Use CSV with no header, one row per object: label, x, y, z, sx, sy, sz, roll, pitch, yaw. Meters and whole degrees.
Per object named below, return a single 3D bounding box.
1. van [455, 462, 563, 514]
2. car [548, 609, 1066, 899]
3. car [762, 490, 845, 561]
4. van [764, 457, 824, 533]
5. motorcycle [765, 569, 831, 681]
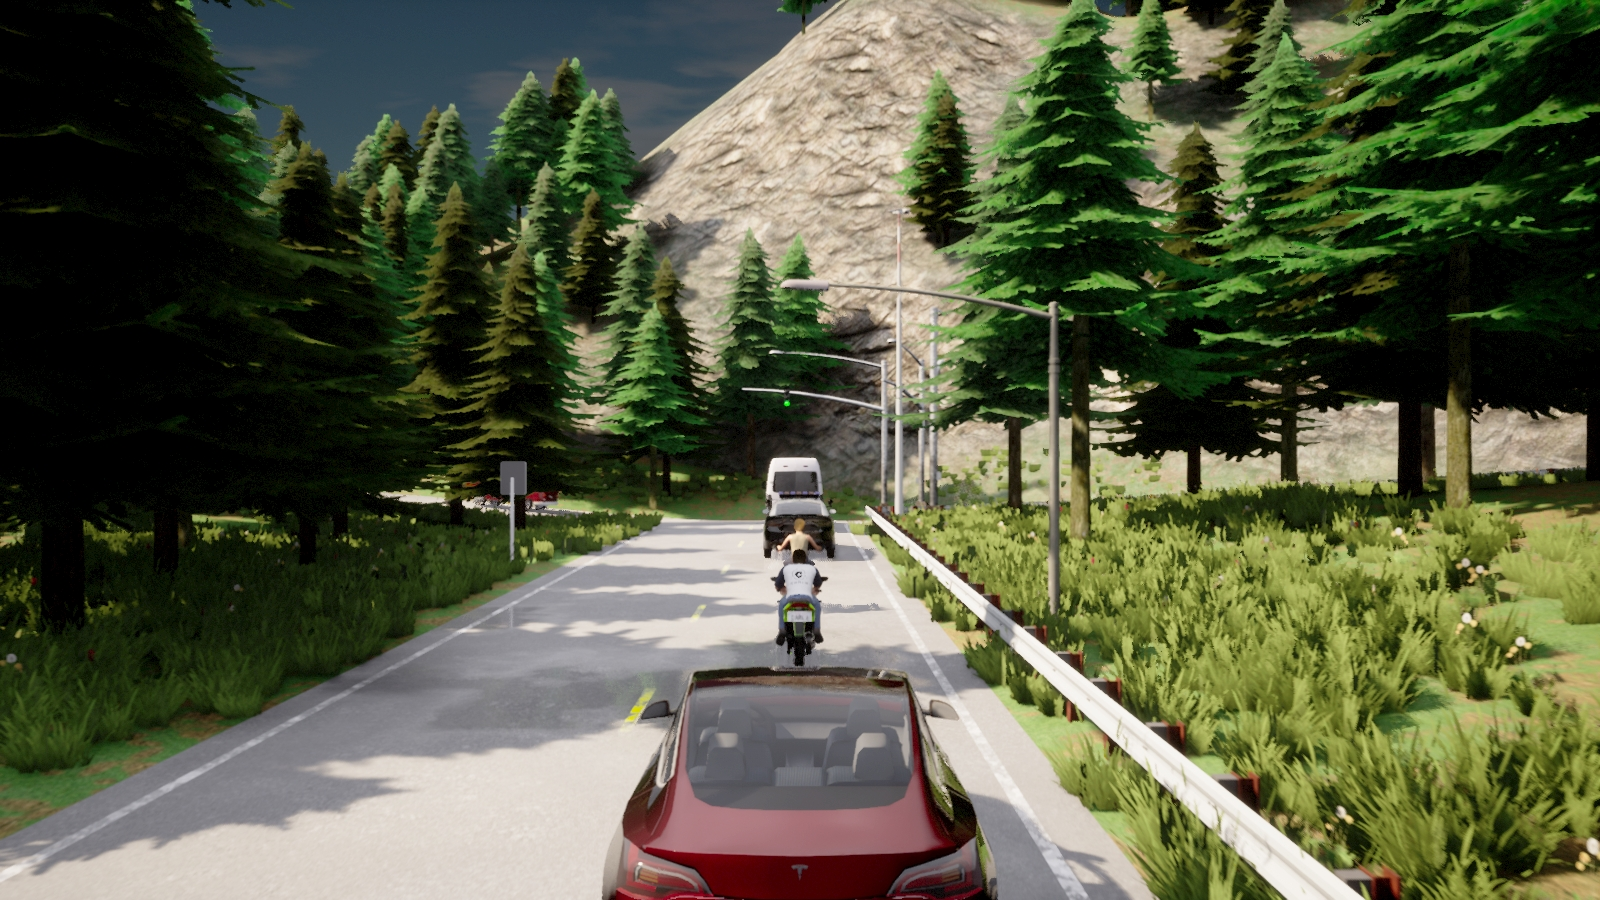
van,-14.064,1.813,55.245,4.480,2.038,2.069,5,0,15
car,0.027,2.069,7.161,2.163,1.488,4.792,0,0,0
car,0.089,2.006,31.627,2.097,1.638,5.238,0,0,0
van,-0.297,1.567,42.245,1.988,2.561,5.915,0,0,-3
motorcycle,-0.028,2.225,14.865,0.803,1.145,2.033,0,0,0
